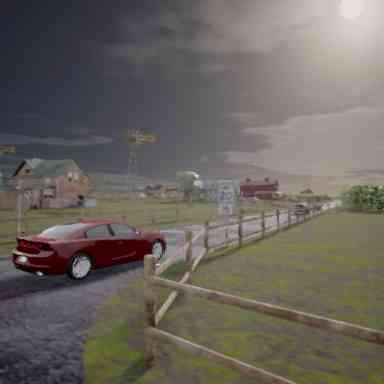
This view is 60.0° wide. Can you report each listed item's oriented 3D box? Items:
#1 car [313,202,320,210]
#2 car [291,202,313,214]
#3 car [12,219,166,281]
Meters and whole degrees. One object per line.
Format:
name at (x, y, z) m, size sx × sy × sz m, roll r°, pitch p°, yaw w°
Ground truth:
car at (20.324, 2.391, 55.810) m, size 1.895 × 1.301 × 4.718 m, roll 0°, pitch -1°, yaw 27°
car at (14.351, 2.122, 44.032) m, size 1.837 × 1.490 × 4.892 m, roll 0°, pitch -1°, yaw 27°
car at (-2.844, 1.573, 10.397) m, size 1.882 × 1.535 × 5.008 m, roll 0°, pitch -1°, yaw 35°
